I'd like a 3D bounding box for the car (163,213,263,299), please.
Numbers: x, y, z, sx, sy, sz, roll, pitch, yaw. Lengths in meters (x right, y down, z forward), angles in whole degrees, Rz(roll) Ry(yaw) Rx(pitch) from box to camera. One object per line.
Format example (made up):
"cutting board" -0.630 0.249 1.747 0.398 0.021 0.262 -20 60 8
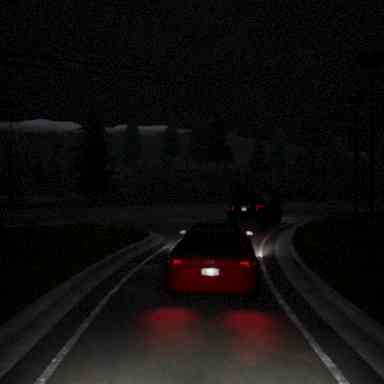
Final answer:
"car" 0.576 1.453 8.286 1.994 1.385 4.181 0 1 7

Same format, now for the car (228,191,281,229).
"car" 3.869 0.958 19.944 2.150 2.045 5.566 0 1 25
